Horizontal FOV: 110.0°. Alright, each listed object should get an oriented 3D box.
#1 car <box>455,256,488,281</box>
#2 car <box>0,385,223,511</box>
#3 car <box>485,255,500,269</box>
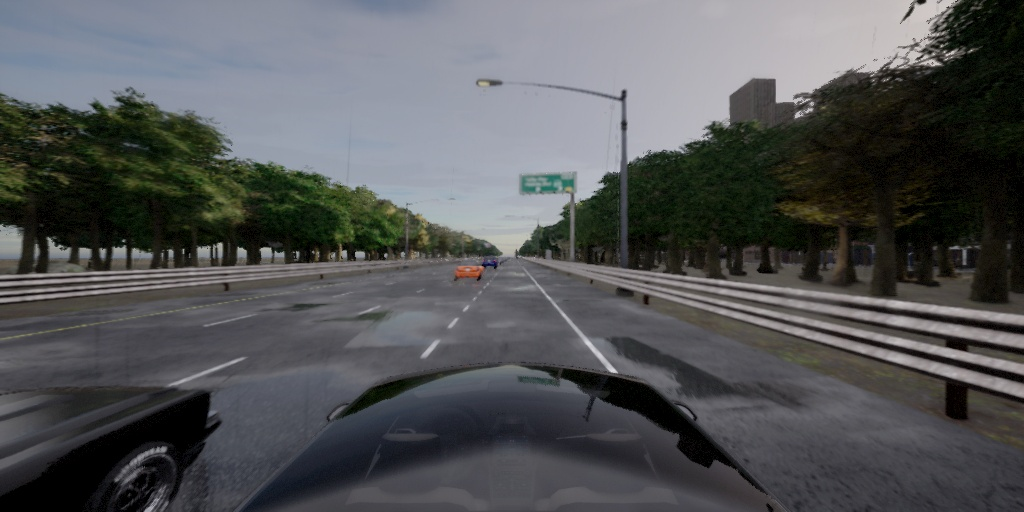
[{"bbox_3d":[-3.459,1.089,30.092,2.097,1.767,4.553,0,0,0],"label":"car"},{"bbox_3d":[-3.501,1.350,1.009,1.895,1.301,4.718,0,0,0],"label":"car"},{"bbox_3d":[-3.391,0.941,56.281,2.150,2.045,5.566,0,0,0],"label":"car"}]
